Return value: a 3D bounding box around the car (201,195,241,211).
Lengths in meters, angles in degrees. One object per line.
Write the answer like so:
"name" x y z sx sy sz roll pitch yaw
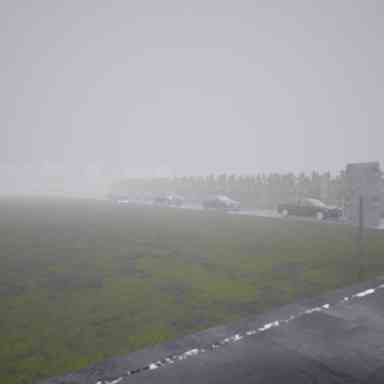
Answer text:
"car" 2.793 1.067 33.183 1.812 1.442 4.674 1 1 -36

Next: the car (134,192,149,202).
"car" -7.521 0.677 52.481 2.128 1.511 4.902 1 1 -35

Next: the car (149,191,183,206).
"car" -2.984 0.720 41.224 2.097 1.767 4.553 1 1 -36

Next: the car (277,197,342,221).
"car" 8.709 1.199 24.884 1.882 1.535 5.008 1 1 -34

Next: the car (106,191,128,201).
"car" -12.382 0.637 54.443 2.033 1.411 5.357 1 1 -36

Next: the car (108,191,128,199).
"car" -13.557 0.572 60.784 1.994 1.385 4.181 1 1 -36
